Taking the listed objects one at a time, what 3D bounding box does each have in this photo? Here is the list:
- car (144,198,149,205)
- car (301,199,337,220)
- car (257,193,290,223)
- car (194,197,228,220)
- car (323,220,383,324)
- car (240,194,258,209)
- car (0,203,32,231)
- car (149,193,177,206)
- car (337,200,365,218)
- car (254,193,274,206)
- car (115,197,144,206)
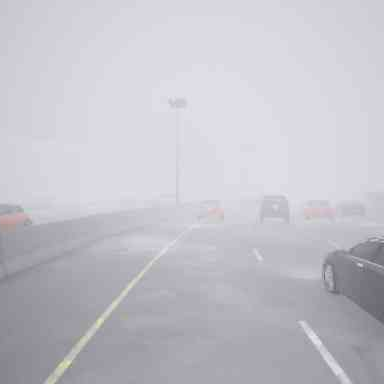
[{"bbox_3d":[-6.510,1.497,56.811,2.128,1.511,4.902,0,0,22],"label":"car"},{"bbox_3d":[10.414,1.378,27.963,2.097,1.767,4.553,0,0,12],"label":"car"},{"bbox_3d":[6.431,1.240,26.221,2.150,2.045,5.566,0,0,11],"label":"car"},{"bbox_3d":[1.842,1.363,28.223,2.097,1.767,4.553,0,0,12],"label":"car"},{"bbox_3d":[3.870,1.513,5.841,1.837,1.490,4.892,0,0,3],"label":"car"},{"bbox_3d":[8.090,1.379,46.121,2.097,1.767,4.553,0,0,21],"label":"car"},{"bbox_3d":[-9.561,1.340,15.453,2.097,1.767,4.553,0,0,7],"label":"car"},{"bbox_3d":[-4.189,1.230,53.138,2.150,2.045,5.566,0,0,20],"label":"car"},{"bbox_3d":[14.787,1.513,31.289,1.882,1.535,5.008,0,0,14],"label":"car"},{"bbox_3d":[12.325,1.260,56.728,2.150,2.045,5.566,0,0,26],"label":"car"},{"bbox_3d":[-10.661,1.545,55.750,2.033,1.411,5.357,0,0,21],"label":"car"}]
